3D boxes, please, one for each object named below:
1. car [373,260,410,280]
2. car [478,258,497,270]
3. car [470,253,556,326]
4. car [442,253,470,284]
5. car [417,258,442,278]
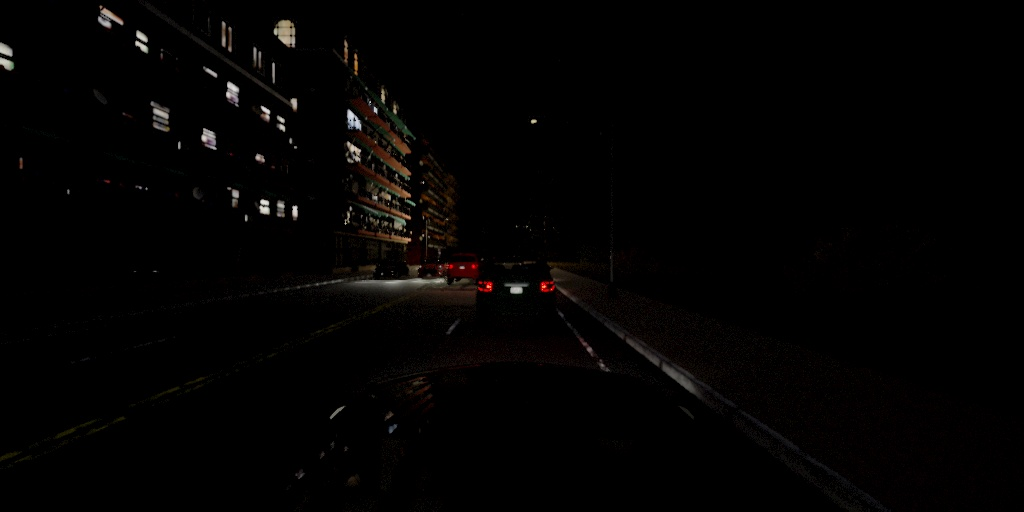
[{"bbox_3d":[-9.840,1.100,29.586,1.837,1.490,4.892,0,0,0],"label":"car"},{"bbox_3d":[-3.134,1.046,46.408,2.033,1.411,5.357,0,0,0],"label":"car"},{"bbox_3d":[0.103,0.918,11.534,2.150,2.045,5.566,0,0,0],"label":"car"},{"bbox_3d":[-3.140,0.838,25.256,2.150,2.045,5.566,0,0,0],"label":"car"},{"bbox_3d":[-6.589,0.941,30.677,2.097,1.767,4.553,0,0,0],"label":"car"}]
